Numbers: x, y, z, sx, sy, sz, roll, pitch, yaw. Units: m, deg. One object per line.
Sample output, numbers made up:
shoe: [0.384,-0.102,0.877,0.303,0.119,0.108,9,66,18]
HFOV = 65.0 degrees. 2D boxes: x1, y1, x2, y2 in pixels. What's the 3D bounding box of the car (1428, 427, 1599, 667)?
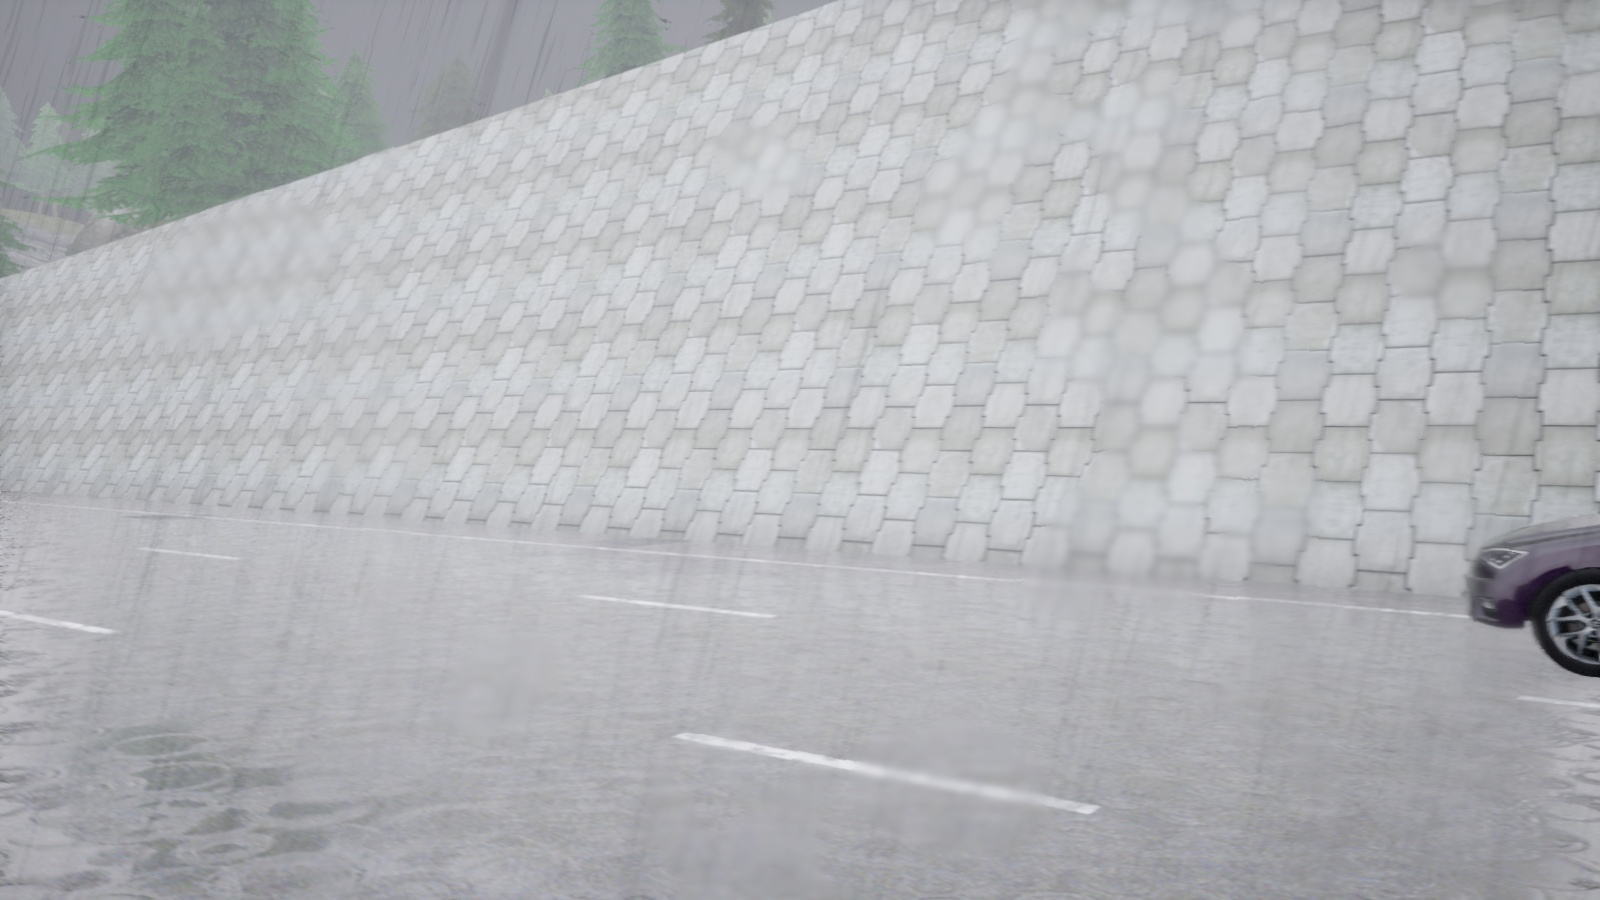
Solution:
car: [6.353,0.581,7.806,4.193,1.474,1.816,0,1,34]
